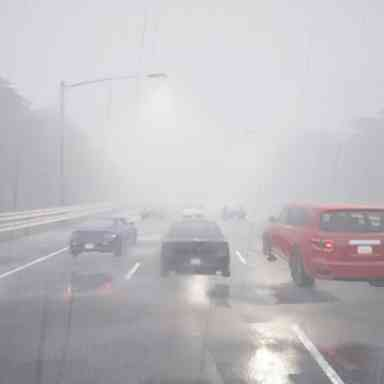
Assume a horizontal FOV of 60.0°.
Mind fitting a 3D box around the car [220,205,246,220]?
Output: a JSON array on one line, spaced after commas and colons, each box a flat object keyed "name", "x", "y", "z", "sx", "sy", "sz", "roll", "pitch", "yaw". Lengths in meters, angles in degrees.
[{"name": "car", "x": 3.615, "y": 1.783, "z": 30.006, "sx": 1.895, "sy": 1.301, "sz": 4.718, "roll": 0, "pitch": 0, "yaw": 0}]

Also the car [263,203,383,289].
[{"name": "car", "x": 3.593, "y": 1.304, "z": 9.572, "sx": 2.150, "sy": 2.045, "sz": 5.566, "roll": 0, "pitch": 0, "yaw": 0}]

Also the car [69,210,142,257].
[{"name": "car", "x": -3.398, "y": 1.634, "z": 13.337, "sx": 1.812, "sy": 1.442, "sz": 4.674, "roll": 0, "pitch": 0, "yaw": 0}]

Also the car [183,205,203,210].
[{"name": "car", "x": 0.115, "y": 1.783, "z": 30.023, "sx": 1.895, "sy": 1.301, "sz": 4.718, "roll": 0, "pitch": 0, "yaw": 0}]

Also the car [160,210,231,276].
[{"name": "car", "x": 0.096, "y": 1.567, "z": 10.653, "sx": 1.882, "sy": 1.535, "sz": 5.008, "roll": 0, "pitch": 0, "yaw": 0}]

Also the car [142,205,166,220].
[{"name": "car", "x": -3.385, "y": 1.782, "z": 30.061, "sx": 1.895, "sy": 1.301, "sz": 4.718, "roll": 0, "pitch": 0, "yaw": 0}]
